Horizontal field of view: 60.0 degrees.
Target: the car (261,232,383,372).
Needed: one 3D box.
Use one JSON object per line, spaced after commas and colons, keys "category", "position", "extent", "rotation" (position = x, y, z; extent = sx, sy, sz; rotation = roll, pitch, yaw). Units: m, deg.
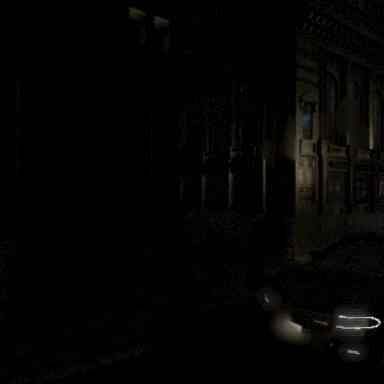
{"category": "car", "position": [3.346, 1.478, 5.758], "extent": [5.008, 1.535, 1.882], "rotation": [0, 0, -35]}
